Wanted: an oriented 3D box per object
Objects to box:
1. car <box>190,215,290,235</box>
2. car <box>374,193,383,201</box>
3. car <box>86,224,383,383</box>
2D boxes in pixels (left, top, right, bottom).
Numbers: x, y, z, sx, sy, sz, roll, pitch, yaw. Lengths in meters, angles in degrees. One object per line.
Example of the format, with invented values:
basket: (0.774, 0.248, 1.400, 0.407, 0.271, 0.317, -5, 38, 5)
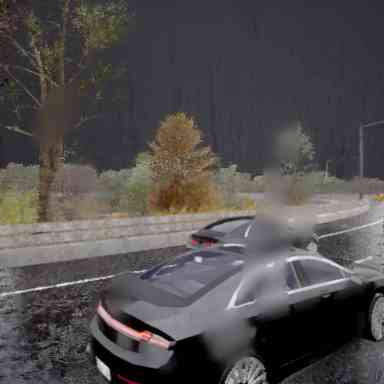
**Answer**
car: (2.031, 1.481, 10.130, 4.892, 1.490, 1.837, 0, 0, -39)
car: (36.250, 0.996, 63.309, 1.882, 1.535, 5.008, 0, 0, 13)
car: (1.055, 1.480, 4.707, 4.902, 1.511, 2.128, 0, 0, -37)
